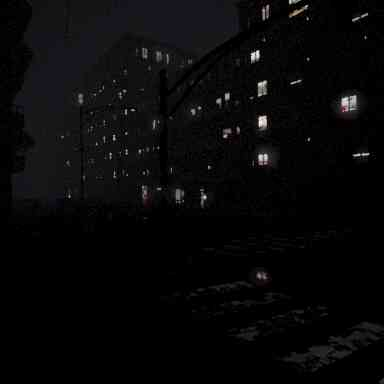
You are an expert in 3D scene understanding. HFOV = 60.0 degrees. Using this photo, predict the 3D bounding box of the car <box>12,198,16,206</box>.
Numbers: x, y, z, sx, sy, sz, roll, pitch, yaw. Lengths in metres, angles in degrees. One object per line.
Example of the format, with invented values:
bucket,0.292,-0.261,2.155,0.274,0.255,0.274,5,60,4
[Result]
car,-31.619,1.782,59.935,1.887,1.381,4.507,-1,1,-36

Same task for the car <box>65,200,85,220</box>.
car,-8.988,1.652,28.284,1.752,1.417,4.829,-1,1,-36

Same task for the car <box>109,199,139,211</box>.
car,-8.708,1.581,42.299,2.008,1.369,4.403,-1,1,-36

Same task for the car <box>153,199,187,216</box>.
car,-2.272,1.441,33.295,1.967,1.590,4.097,-1,1,-36

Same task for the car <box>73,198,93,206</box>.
car,-18.365,1.643,55.805,1.947,1.339,4.313,-1,1,-36

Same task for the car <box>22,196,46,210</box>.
car,-21.964,1.627,46.429,1.967,1.590,4.097,-1,1,-36

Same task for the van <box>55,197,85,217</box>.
van,-12.308,1.483,32.922,1.690,1.788,3.998,-1,1,-36

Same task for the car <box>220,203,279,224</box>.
car,4.069,1.498,24.431,1.752,1.417,4.829,-1,1,-36

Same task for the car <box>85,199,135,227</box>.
car,-5.869,1.552,23.921,1.967,1.590,4.097,-1,1,-36

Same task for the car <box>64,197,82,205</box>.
car,-21.584,1.645,60.307,2.008,1.369,4.403,-1,1,-36

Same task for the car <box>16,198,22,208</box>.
car,-25.181,1.769,50.931,1.947,1.339,4.313,-1,1,-36

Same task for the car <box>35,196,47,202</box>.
car,-37.679,1.727,82.816,1.887,1.381,4.507,-1,1,-36

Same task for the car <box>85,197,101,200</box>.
car,-15.148,1.501,51.302,1.967,1.590,4.097,-1,1,-36
